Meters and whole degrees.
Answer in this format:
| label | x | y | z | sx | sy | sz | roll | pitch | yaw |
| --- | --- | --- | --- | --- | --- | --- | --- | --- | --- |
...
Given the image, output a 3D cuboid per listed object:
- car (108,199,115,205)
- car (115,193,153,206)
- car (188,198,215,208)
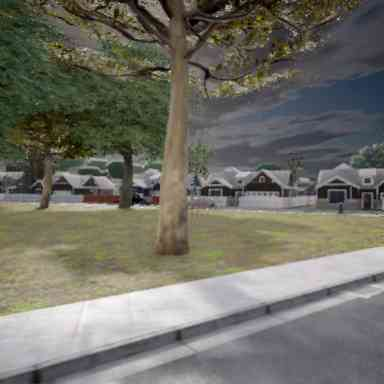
| label | x | y | z | sx | sy | sz | roll | pitch | yaw |
| --- | --- | --- | --- | --- | --- | --- | --- | --- | --- |
| car | -11.941 | 1.552 | 56.690 | 4.718 | 1.301 | 1.895 | 0 | 0 | 27 |
| car | -8.708 | 1.207 | 51.924 | 5.566 | 2.045 | 2.150 | 0 | 0 | 27 |
| car | 1.407 | 1.604 | 49.781 | 4.181 | 1.385 | 1.994 | 0 | 0 | 27 |
